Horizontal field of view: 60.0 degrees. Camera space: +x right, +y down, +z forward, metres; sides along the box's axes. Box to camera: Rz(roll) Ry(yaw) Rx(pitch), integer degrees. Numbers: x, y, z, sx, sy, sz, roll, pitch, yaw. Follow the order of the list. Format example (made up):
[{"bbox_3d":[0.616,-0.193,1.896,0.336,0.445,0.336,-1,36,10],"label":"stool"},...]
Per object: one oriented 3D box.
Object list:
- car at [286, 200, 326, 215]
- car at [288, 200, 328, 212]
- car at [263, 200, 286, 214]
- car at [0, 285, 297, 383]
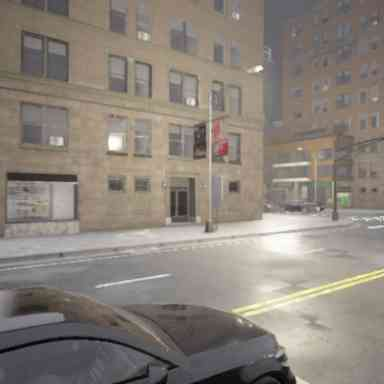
[{"bbox_3d":[11.327,1.592,35.501,2.128,1.511,4.902,1,0,-35],"label":"car"},{"bbox_3d":[14.242,1.707,40.889,1.947,1.339,4.313,1,0,-35],"label":"car"},{"bbox_3d":[7.685,1.521,36.265,1.967,1.590,4.097,1,0,-35],"label":"car"},{"bbox_3d":[-1.192,1.527,2.585,4.674,1.442,1.812,0,0,-35],"label":"car"}]
